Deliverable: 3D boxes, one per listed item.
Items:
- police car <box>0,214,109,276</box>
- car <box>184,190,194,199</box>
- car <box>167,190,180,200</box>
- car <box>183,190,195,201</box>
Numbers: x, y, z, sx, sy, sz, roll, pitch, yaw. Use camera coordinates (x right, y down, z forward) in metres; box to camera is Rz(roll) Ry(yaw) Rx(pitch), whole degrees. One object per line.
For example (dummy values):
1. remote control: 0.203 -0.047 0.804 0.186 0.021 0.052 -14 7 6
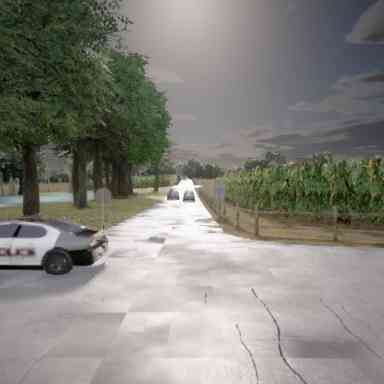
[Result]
1. police car: -5.073 1.476 9.691 4.974 1.542 2.038 1 2 0
2. car: -0.582 0.387 64.677 1.882 1.535 5.008 0 2 -1
3. car: -3.280 0.452 58.853 2.097 1.767 4.553 0 2 -1
4. car: -0.492 0.785 54.682 1.994 1.385 4.181 0 2 -1
